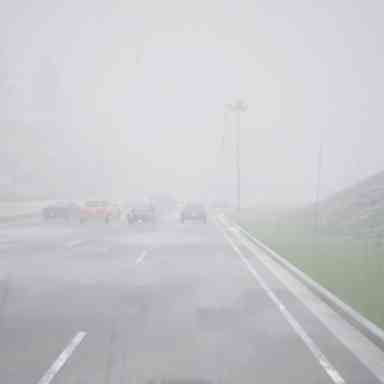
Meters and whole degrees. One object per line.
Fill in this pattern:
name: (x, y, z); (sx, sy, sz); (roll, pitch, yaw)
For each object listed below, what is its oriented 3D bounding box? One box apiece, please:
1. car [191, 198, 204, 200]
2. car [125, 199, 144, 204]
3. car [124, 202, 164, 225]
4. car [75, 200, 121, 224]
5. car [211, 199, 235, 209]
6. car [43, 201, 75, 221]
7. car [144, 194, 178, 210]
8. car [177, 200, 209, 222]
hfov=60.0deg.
car: (0.827, 1.553, 45.970); (1.812, 1.442, 4.674); (0, 0, 25)
car: (-7.393, 1.591, 44.841); (1.994, 1.385, 4.181); (0, 0, 19)
car: (-3.392, 1.615, 24.211); (1.895, 1.301, 4.718); (0, 0, 0)
car: (-6.856, 1.367, 25.342); (2.097, 1.767, 4.553); (0, 0, 1)
car: (4.239, 1.628, 45.184); (1.895, 1.301, 4.718); (0, 0, 26)
car: (-10.320, 1.494, 27.219); (1.882, 1.535, 5.008); (0, 0, 1)
car: (-3.790, 1.250, 44.097); (2.150, 2.045, 5.566); (0, 0, 20)
car: (0.157, 1.580, 26.189); (1.994, 1.385, 4.181); (0, 0, 1)
